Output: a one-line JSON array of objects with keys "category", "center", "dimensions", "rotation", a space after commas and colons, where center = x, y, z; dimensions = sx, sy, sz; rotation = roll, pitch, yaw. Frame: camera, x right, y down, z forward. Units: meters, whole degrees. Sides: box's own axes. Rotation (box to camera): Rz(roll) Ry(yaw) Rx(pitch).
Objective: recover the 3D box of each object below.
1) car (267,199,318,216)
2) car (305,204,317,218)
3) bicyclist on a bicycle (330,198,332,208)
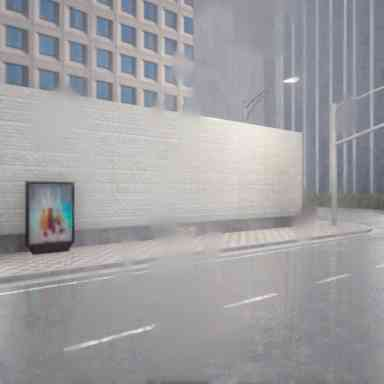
[{"category": "car", "center": [10.434, 1.546, 34.841], "dimensions": [2.128, 1.511, 4.902], "rotation": [0, 0, -36]}, {"category": "car", "center": [9.053, 1.532, 30.755], "dimensions": [1.882, 1.535, 5.008], "rotation": [0, 0, -36]}, {"category": "bicyclist on a bicycle", "center": [18.659, 1.355, 43.935], "dimensions": [1.656, 1.620, 0.582], "rotation": [0, 0, -36]}]
